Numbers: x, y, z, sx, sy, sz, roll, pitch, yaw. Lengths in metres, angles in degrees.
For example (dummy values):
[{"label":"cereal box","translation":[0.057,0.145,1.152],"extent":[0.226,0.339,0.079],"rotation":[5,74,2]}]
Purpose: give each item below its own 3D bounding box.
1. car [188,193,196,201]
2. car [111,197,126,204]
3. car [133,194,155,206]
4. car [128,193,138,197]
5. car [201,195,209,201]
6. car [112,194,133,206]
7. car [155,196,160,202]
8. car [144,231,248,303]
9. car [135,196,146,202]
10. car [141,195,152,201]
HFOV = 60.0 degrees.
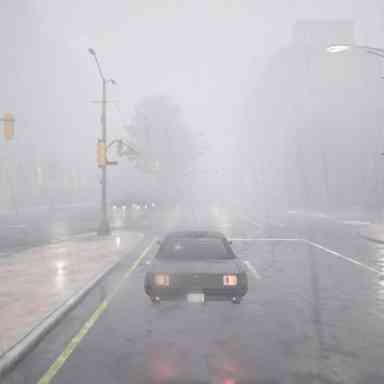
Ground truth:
[{"label":"car","translation":[0.000,1.540,85.800],"extent":[2.033,1.411,5.357],"rotation":[0,0,0]},{"label":"car","translation":[-14.749,1.595,66.814],"extent":[1.895,1.301,4.718],"rotation":[0,0,0]},{"label":"car","translation":[-8.088,1.547,56.506],"extent":[2.033,1.411,5.357],"rotation":[0,0,0]},{"label":"car","translation":[-11.537,1.221,64.520],"extent":[2.150,2.045,5.566],"rotation":[0,0,1]},{"label":"car","translation":[3.500,1.595,86.978],"extent":[1.895,1.301,4.718],"rotation":[0,0,0]},{"label":"car","translation":[-11.588,1.525,55.107],"extent":[1.812,1.442,4.674],"rotation":[0,0,0]},{"label":"car","translation":[-8.029,1.564,65.742],"extent":[1.994,1.385,4.181],"rotation":[0,0,1]},{"label":"car","translation":[0.075,1.601,8.160],"extent":[1.895,1.301,4.718],"rotation":[0,0,0]},{"label":"car","translation":[-11.500,1.552,74.403],"extent":[1.994,1.385,4.181],"rotation":[0,0,0]},{"label":"car","translation":[-11.500,1.525,84.637],"extent":[2.128,1.511,4.902],"rotation":[0,0,0]}]
